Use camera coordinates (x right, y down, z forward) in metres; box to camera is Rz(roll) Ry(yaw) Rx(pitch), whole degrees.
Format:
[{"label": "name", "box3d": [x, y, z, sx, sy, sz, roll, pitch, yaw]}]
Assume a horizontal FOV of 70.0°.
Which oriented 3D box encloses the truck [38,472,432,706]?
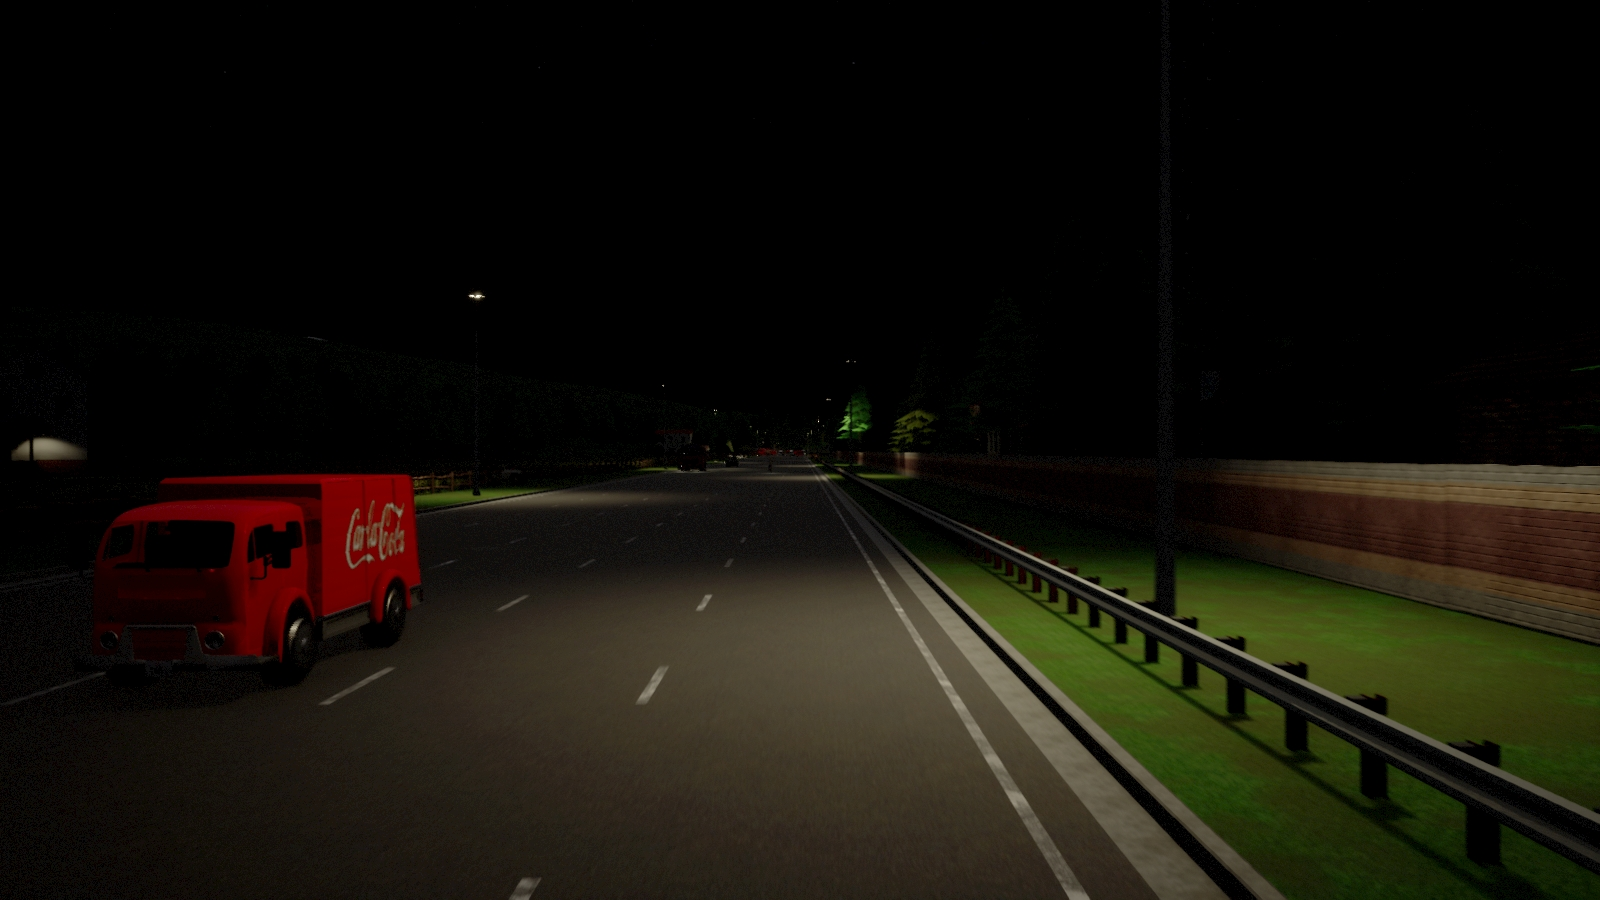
[{"label": "truck", "box3d": [-7.006, 1.568, 15.081, 2.627, 2.467, 5.204, 0, 0, 0]}]
